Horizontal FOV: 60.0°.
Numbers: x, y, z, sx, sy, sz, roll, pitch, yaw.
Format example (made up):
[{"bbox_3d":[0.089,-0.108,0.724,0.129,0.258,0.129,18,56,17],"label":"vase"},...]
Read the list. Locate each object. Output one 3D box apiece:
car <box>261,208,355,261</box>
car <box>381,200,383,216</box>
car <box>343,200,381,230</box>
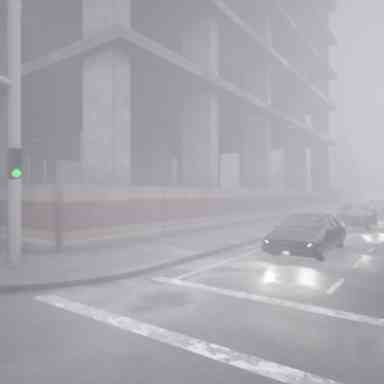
[{"bbox_3d":[4.473,1.523,12.605,2.033,1.411,5.357,0,0,35],"label":"car"},{"bbox_3d":[16.462,1.468,29.555,2.128,1.511,4.902,0,0,35],"label":"car"},{"bbox_3d":[10.459,1.454,21.072,1.882,1.535,5.008,0,0,35],"label":"car"}]
